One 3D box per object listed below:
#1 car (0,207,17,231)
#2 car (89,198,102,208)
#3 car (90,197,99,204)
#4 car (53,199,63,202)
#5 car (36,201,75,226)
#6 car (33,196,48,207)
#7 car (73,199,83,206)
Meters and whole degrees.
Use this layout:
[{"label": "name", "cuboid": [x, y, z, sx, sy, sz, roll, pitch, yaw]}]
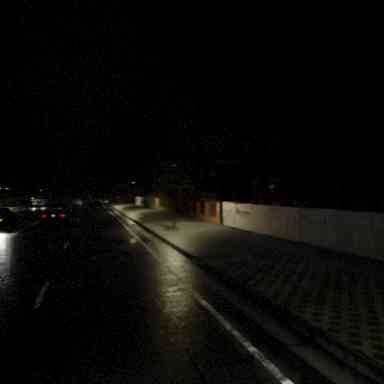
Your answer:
[{"label": "car", "cuboid": [-12.952, 1.754, 22.066, 1.812, 1.442, 4.674, -1, 0, -17]}, {"label": "car", "cuboid": [-16.244, 1.867, 56.262, 1.812, 1.442, 4.674, -1, 0, -17]}, {"label": "car", "cuboid": [-22.702, 2.028, 77.388, 2.128, 1.511, 4.902, -1, 0, -17]}, {"label": "car", "cuboid": [-24.621, 1.969, 61.180, 1.882, 1.535, 5.008, -1, 0, -16]}, {"label": "car", "cuboid": [-10.446, 1.736, 25.698, 2.033, 1.411, 5.357, -1, 0, -17]}, {"label": "car", "cuboid": [-28.417, 1.771, 62.527, 2.150, 2.045, 5.566, -1, 0, -17]}, {"label": "car", "cuboid": [-21.995, 1.985, 64.097, 1.812, 1.442, 4.674, -1, 0, -17]}]
